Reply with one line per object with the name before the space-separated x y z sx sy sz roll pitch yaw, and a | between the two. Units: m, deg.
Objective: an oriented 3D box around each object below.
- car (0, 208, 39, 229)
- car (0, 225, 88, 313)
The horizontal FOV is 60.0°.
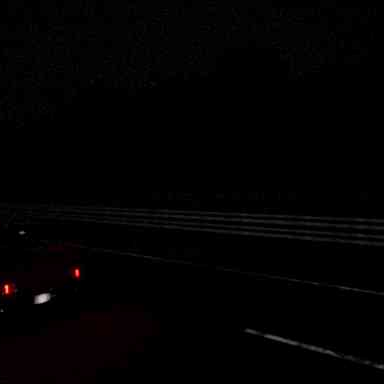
car | -8.671 1.450 14.484 5.008 1.535 1.882 0 0 36
car | -4.446 1.587 7.167 4.718 1.301 1.895 0 0 36
